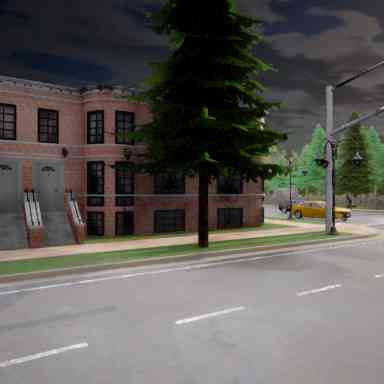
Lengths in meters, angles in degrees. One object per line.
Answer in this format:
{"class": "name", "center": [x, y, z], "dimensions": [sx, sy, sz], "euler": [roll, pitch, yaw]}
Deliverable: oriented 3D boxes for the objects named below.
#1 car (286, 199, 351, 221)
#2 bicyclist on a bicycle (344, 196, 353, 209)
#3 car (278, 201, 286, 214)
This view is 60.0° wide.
{"class": "car", "center": [10.390, 1.478, 27.031], "dimensions": [1.882, 1.535, 5.008], "euler": [0, 0, -31]}
{"class": "bicyclist on a bicycle", "center": [19.144, 1.301, 40.639], "dimensions": [1.656, 1.620, 0.582], "euler": [0, 0, -31]}
{"class": "car", "center": [10.824, 1.491, 33.156], "dimensions": [2.128, 1.511, 4.902], "euler": [0, 0, -31]}
